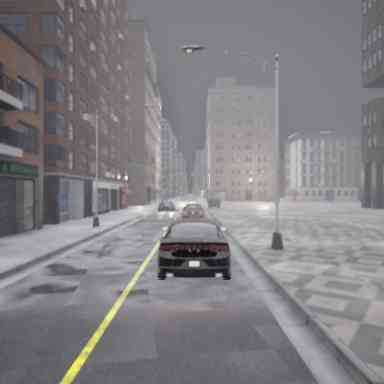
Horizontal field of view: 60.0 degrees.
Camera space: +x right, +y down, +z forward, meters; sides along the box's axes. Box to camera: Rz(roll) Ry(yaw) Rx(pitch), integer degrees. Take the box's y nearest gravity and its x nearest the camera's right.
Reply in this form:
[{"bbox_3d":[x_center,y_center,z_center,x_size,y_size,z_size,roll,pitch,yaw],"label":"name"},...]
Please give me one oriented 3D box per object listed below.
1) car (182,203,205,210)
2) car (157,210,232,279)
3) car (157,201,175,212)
[{"bbox_3d":[0.086,1.678,28.229,2.033,1.411,5.357,0,0,0],"label":"car"},{"bbox_3d":[0.066,1.525,10.202,1.882,1.535,5.008,0,0,0],"label":"car"},{"bbox_3d":[-3.092,1.752,41.038,1.994,1.385,4.181,0,0,0],"label":"car"}]
